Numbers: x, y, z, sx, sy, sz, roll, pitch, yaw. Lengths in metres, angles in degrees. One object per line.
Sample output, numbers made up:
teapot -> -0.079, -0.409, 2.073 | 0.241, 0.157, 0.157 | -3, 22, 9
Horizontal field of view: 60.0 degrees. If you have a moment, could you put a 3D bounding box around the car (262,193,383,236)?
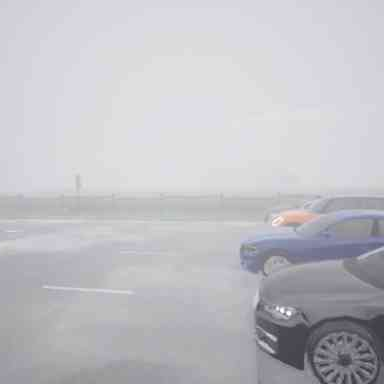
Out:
car -> 5.537, 0.884, 14.150 | 4.902, 1.511, 2.128 | -1, 2, 13

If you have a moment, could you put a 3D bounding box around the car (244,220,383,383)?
car -> 3.203, 1.283, 3.920 | 4.902, 1.511, 2.128 | -1, 2, 13

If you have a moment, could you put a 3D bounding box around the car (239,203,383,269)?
car -> 3.564, 1.140, 7.429 | 5.008, 1.535, 1.882 | -1, 2, 13

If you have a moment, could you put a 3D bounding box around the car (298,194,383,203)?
car -> 4.677, 0.878, 10.754 | 4.553, 1.767, 2.097 | -1, 2, 13
